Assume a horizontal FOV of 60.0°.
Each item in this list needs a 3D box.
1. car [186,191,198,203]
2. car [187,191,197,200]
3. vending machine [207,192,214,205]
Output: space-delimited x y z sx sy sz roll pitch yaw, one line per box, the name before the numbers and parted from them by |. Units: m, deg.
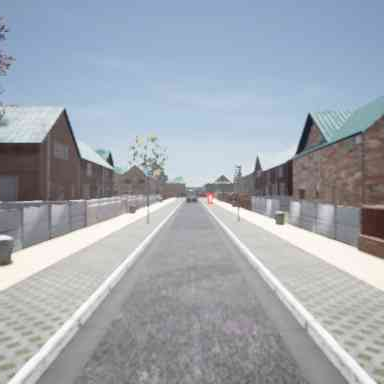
car | -0.008 1.158 62.268 2.097 1.767 4.553 0 0 0
car | -0.009 0.835 76.246 2.150 2.045 5.566 0 0 0
vending machine | 2.977 1.030 53.758 1.100 2.100 0.880 -1 -1 0
